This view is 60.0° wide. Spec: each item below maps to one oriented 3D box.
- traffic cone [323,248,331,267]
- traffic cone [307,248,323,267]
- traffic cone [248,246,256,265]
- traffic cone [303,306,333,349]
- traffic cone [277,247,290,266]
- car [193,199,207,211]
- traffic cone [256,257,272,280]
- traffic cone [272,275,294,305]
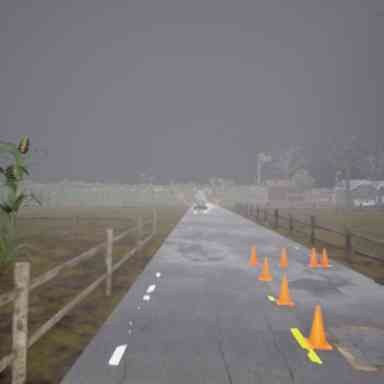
[{"bbox_3d":[4.415,2.170,11.095,0.340,0.580,0.340,1,-1,-2],"label":"traffic cone"},{"bbox_3d":[4.059,2.161,11.089,0.340,0.580,0.340,1,-1,1],"label":"traffic cone"},{"bbox_3d":[2.062,2.111,11.129,0.340,0.580,0.340,1,-1,1],"label":"traffic cone"},{"bbox_3d":[1.940,2.053,5.131,0.340,0.580,0.340,1,-1,1],"label":"traffic cone"},{"bbox_3d":[3.061,2.136,11.109,0.340,0.580,0.340,1,-1,1],"label":"traffic cone"},{"bbox_3d":[1.324,1.970,52.062,2.097,1.767,4.553,1,-1,1],"label":"car"},{"bbox_3d":[2.021,2.092,9.130,0.340,0.580,0.340,1,-1,1],"label":"traffic cone"},{"bbox_3d":[1.981,2.072,7.130,0.340,0.580,0.340,1,-1,1],"label":"traffic cone"}]
